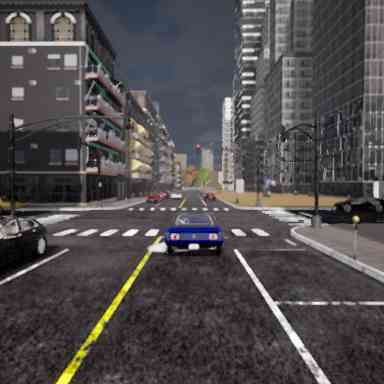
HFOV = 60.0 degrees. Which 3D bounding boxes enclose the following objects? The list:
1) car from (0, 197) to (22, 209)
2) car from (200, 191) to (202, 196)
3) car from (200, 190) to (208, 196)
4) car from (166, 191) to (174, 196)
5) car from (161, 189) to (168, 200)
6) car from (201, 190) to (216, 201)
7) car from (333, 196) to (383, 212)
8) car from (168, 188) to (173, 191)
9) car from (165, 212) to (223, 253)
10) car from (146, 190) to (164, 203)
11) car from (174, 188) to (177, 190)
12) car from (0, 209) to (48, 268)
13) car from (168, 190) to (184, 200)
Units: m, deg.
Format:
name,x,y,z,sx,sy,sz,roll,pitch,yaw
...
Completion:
name,x,y,z,sx,sy,sz,roll,pitch,yaw
car,-17.751,1.057,29.489,4.829,1.417,1.752,0,2,0
car,2.992,0.425,75.788,2.008,1.369,4.403,-1,1,0
car,3.044,0.254,87.085,1.887,1.381,4.507,-1,1,0
car,-5.330,0.374,81.418,1.802,1.307,4.206,-1,1,0
car,-5.460,0.644,53.174,1.967,1.590,4.097,-1,1,0
car,2.888,0.748,53.195,1.887,1.381,4.507,-1,1,0
car,14.808,1.026,29.393,4.313,1.339,1.947,0,2,0
car,-5.411,0.353,64.469,2.192,1.841,5.009,-1,1,0
car,0.095,1.407,12.720,1.895,1.301,4.718,0,1,1
car,-5.484,0.832,47.527,1.887,1.381,4.507,-1,1,0
car,-2.655,0.256,75.621,1.994,1.385,4.181,0,1,0
car,-5.659,1.406,9.465,2.008,1.369,4.403,-1,1,0
car,-2.770,0.704,60.030,1.895,1.301,4.718,0,1,1
